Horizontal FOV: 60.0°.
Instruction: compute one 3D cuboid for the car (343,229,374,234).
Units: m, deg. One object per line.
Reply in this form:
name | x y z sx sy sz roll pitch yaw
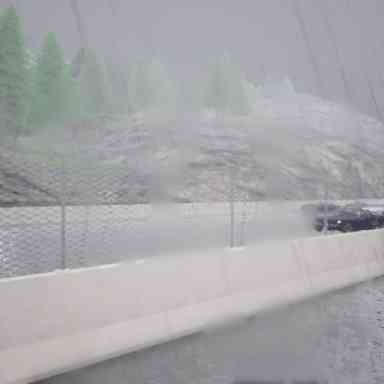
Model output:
car | 8.897 1.628 18.948 4.718 1.301 1.895 0 0 -36
